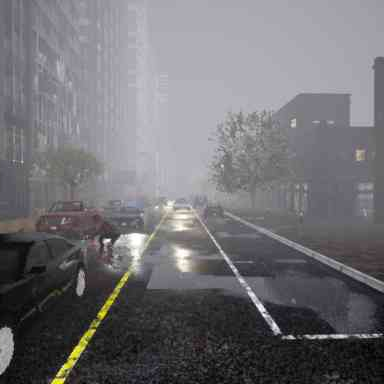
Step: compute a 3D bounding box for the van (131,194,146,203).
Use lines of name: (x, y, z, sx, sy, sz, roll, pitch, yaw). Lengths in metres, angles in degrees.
van: (-7.037, 1.328, 40.468, 1.690, 1.788, 3.998, -1, 0, -2)

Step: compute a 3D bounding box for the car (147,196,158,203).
car: (-7.978, 1.521, 68.126, 1.887, 1.381, 4.507, -1, 0, -2)

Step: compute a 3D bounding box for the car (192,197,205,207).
car: (0.958, 1.508, 51.977, 1.752, 1.417, 4.829, -1, 0, -2)

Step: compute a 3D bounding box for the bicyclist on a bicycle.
bicyclist on a bicycle: (-2.538, 1.452, 9.498, 1.656, 1.620, 0.582, -2, 0, -2)

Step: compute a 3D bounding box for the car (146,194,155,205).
car: (-7.415, 1.298, 51.530, 2.192, 1.841, 5.009, -1, 0, -2)

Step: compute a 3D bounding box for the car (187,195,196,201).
car: (-0.169, 1.536, 84.994, 1.947, 1.339, 4.313, -1, 0, -2)

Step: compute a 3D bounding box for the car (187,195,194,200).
car: (-0.357, 1.550, 90.526, 1.802, 1.307, 4.206, -1, 0, -2)

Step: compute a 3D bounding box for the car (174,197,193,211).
car: (-1.222, 1.588, 39.659, 1.895, 1.301, 4.718, 0, 0, -2)

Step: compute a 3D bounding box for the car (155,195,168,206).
car: (-4.848, 1.487, 52.903, 1.837, 1.490, 4.892, 0, 0, -2)

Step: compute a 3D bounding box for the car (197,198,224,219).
car: (1.756, 1.542, 28.947, 2.008, 1.369, 4.403, -1, 0, -2)

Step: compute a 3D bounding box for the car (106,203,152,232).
car: (-3.724, 1.558, 19.885, 1.994, 1.385, 4.181, 0, 0, -2)

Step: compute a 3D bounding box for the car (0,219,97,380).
car: (-3.238, 1.476, 5.546, 1.882, 1.535, 5.008, 0, 0, -2)

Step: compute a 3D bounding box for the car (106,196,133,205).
car: (-6.645, 1.431, 28.677, 1.967, 1.590, 4.097, -1, 0, -2)

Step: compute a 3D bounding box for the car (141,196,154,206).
car: (-7.595, 1.506, 56.893, 1.752, 1.417, 4.829, -1, 0, -2)

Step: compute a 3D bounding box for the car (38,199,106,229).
car: (-6.359, 1.310, 17.611, 2.192, 1.841, 5.009, -1, 0, -2)

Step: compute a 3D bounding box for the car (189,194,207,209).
car: (1.149, 1.300, 46.275, 2.192, 1.841, 5.009, -1, 0, -2)

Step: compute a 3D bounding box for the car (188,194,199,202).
car: (0.205, 1.290, 73.932, 2.192, 1.841, 5.009, -1, 0, -2)

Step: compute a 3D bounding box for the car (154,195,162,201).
car: (-8.539, 1.496, 84.550, 1.752, 1.417, 4.829, -1, 0, -2)

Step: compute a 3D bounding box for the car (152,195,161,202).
car: (-8.350, 1.498, 79.019, 1.752, 1.417, 4.829, -1, 0, -2)
